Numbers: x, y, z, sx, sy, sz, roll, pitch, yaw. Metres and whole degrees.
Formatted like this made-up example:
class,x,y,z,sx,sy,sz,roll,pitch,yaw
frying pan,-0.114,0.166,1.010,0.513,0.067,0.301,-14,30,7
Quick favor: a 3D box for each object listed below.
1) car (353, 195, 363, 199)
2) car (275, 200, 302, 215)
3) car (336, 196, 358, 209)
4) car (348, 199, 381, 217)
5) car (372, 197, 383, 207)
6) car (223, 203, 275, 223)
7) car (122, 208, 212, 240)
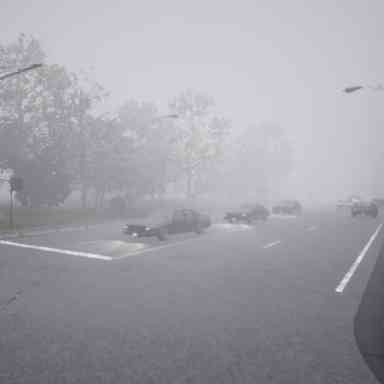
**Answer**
class,x,y,z,sx,sy,sz,roll,pitch,yaw
car,25.942,1.339,53.009,2.097,1.767,4.553,0,0,32
car,10.040,1.530,34.744,2.033,1.411,5.357,0,0,32
car,20.680,1.588,44.681,1.895,1.301,4.718,0,0,32
car,15.989,1.594,30.717,1.895,1.301,4.718,0,0,32
car,26.769,1.470,47.760,1.882,1.535,5.008,0,0,32
car,4.344,1.531,25.750,2.033,1.411,5.357,0,0,32
car,-1.036,1.531,17.179,2.033,1.411,5.357,0,0,36
